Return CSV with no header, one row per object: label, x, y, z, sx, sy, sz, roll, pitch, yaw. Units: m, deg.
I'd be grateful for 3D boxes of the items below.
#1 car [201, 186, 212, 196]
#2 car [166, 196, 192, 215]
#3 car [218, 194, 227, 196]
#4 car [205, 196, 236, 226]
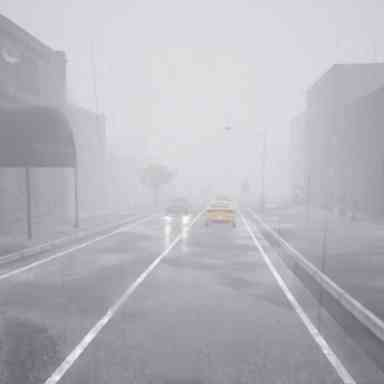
car,3.045,-0.184,70.452,2.150,2.045,5.566,1,2,6
car,-1.089,1.179,29.527,1.837,1.490,4.892,1,1,6
car,3.907,1.000,42.588,1.994,1.385,4.181,1,1,6
car,1.891,1.308,21.972,1.882,1.535,5.008,1,1,5
